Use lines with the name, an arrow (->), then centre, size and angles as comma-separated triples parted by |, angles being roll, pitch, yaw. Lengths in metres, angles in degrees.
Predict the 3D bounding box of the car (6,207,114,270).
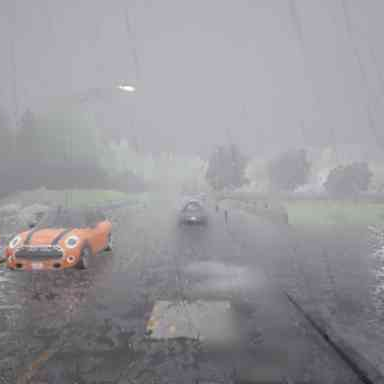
car -> -4.090, 1.365, 11.059 | 2.097, 1.767, 4.553 | 0, 0, 0

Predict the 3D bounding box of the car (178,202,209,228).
car -> 0.094, 1.592, 22.556 | 1.994, 1.385, 4.181 | 0, 0, 0

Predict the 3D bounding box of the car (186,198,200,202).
car -> 0.106, 1.583, 46.724 | 1.812, 1.442, 4.674 | 0, 0, 0

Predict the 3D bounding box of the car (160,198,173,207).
car -> -4.014, 1.613, 53.059 | 2.033, 1.411, 5.357 | 0, 0, 1
